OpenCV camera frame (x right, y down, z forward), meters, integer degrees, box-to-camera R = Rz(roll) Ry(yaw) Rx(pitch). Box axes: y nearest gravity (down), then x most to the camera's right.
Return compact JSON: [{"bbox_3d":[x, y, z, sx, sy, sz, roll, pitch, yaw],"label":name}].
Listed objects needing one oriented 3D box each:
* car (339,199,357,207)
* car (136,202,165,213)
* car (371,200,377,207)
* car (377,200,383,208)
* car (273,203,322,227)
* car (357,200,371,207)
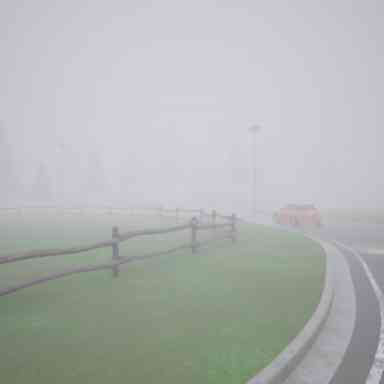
[{"bbox_3d":[32.203,2.205,67.046,5.008,1.535,1.882,0,-1,-12],"label":"car"},{"bbox_3d":[-6.366,2.290,50.397,5.008,1.535,1.882,-1,-1,39],"label":"car"},{"bbox_3d":[36.178,2.139,60.752,5.357,1.411,2.033,0,-1,-12],"label":"car"},{"bbox_3d":[34.831,1.906,56.889,4.553,1.767,2.097,0,-1,-12],"label":"car"},{"bbox_3d":[7.988,1.671,25.668,2.097,1.767,4.553,0,-1,-10],"label":"car"},{"bbox_3d":[35.428,2.196,64.170,5.357,1.411,2.033,0,-1,-12],"label":"car"}]
